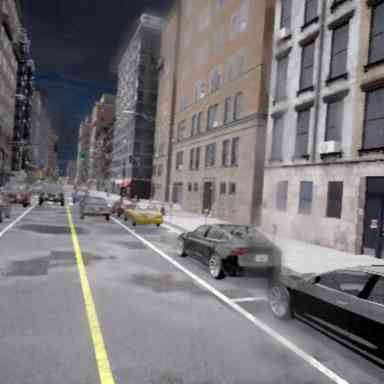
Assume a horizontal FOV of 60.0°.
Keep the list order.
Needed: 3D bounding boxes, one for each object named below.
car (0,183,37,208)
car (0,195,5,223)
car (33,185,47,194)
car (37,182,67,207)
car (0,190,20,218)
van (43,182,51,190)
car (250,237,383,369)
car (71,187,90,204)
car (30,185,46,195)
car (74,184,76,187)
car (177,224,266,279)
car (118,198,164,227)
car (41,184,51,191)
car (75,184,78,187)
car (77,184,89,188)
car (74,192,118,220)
[{"bbox_3d":[-14.369,0.214,27.280,2.192,1.841,5.009,4,0,-21],"label":"car"},{"bbox_3d":[-8.482,0.919,12.162,2.008,1.369,4.403,4,0,-21],"label":"car"},{"bbox_3d":[-25.989,-0.484,57.001,1.887,1.381,4.507,4,0,-21],"label":"car"},{"bbox_3d":[-13.096,0.193,31.271,2.150,2.045,5.566,4,0,-21],"label":"car"},{"bbox_3d":[-10.450,0.763,17.202,2.008,1.369,4.403,4,0,-21],"label":"car"},{"bbox_3d":[-35.889,-1.489,82.391,1.690,1.788,3.998,4,0,-21],"label":"van"},{"bbox_3d":[2.912,1.746,5.000,1.947,1.339,4.313,4,0,-21],"label":"car"},{"bbox_3d":[-11.836,0.566,35.680,1.812,1.442,4.674,4,0,-21],"label":"car"},{"bbox_3d":[-24.007,-0.319,51.922,2.008,1.369,4.403,4,0,-21],"label":"car"},{"bbox_3d":[-28.445,-0.784,85.313,1.887,1.381,4.507,4,0,-21],"label":"car"},{"bbox_3d":[0.944,1.592,10.040,1.947,1.339,4.313,4,0,-21],"label":"car"},{"bbox_3d":[-3.051,1.234,20.278,1.752,1.417,4.829,4,0,-21],"label":"car"},{"bbox_3d":[-33.922,-1.104,77.314,1.947,1.339,4.313,4,0,-21],"label":"car"},{"bbox_3d":[-26.455,-0.728,80.234,1.967,1.590,4.097,4,0,-21],"label":"car"},{"bbox_3d":[-22.489,-0.406,70.076,1.967,1.590,4.097,4,0,-21],"label":"car"},{"bbox_3d":[-6.558,1.007,22.174,2.033,1.411,5.357,4,0,-21],"label":"car"}]
